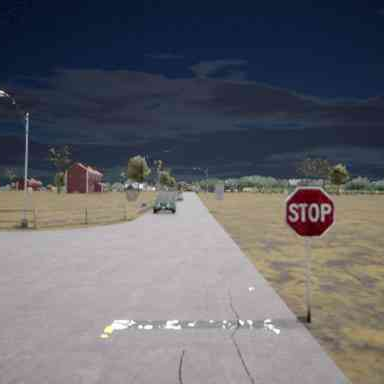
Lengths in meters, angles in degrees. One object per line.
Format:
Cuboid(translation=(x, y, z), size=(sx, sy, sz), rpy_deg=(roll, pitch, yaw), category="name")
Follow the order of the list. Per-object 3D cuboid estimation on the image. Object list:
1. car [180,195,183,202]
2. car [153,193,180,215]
Cuboid(translation=(-2.746, 1.243, 66.758), size=(1.994, 1.385, 4.181), rpy_deg=(0, 1, 0), category="car")
Cuboid(translation=(-2.726, 1.174, 34.387), size=(2.150, 2.045, 5.566), rpy_deg=(0, 0, 0), category="car")
